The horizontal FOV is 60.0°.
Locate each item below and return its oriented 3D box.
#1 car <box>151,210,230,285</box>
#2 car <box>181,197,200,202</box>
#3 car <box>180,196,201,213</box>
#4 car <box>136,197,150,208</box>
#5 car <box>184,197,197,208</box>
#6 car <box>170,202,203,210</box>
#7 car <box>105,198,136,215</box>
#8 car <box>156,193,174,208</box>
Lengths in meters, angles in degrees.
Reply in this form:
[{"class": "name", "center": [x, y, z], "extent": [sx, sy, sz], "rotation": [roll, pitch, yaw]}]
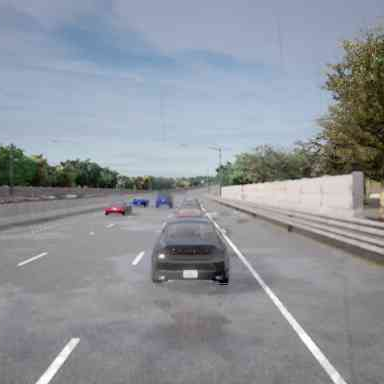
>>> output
[{"class": "car", "center": [-0.046, 1.489, 9.461], "extent": [1.837, 1.490, 4.892], "rotation": [0, 0, 0]}, {"class": "car", "center": [-0.179, 1.461, 27.344], "extent": [1.837, 1.490, 4.892], "rotation": [0, 0, 0]}, {"class": "car", "center": [-0.153, 1.293, 36.465], "extent": [2.097, 1.767, 4.553], "rotation": [0, 0, 0]}, {"class": "car", "center": [-7.247, 1.402, 47.705], "extent": [1.882, 1.535, 5.008], "rotation": [0, -1, 0]}, {"class": "car", "center": [-0.238, 1.451, 46.864], "extent": [1.812, 1.442, 4.674], "rotation": [0, 0, 0]}, {"class": "car", "center": [-0.121, 1.496, 18.375], "extent": [1.812, 1.442, 4.674], "rotation": [0, 0, 0]}, {"class": "car", "center": [-7.125, 1.512, 32.633], "extent": [1.994, 1.385, 4.181], "rotation": [0, 0, 0]}, {"class": "car", "center": [-3.730, 1.151, 45.723], "extent": [2.150, 2.045, 5.566], "rotation": [0, 0, 0]}]
